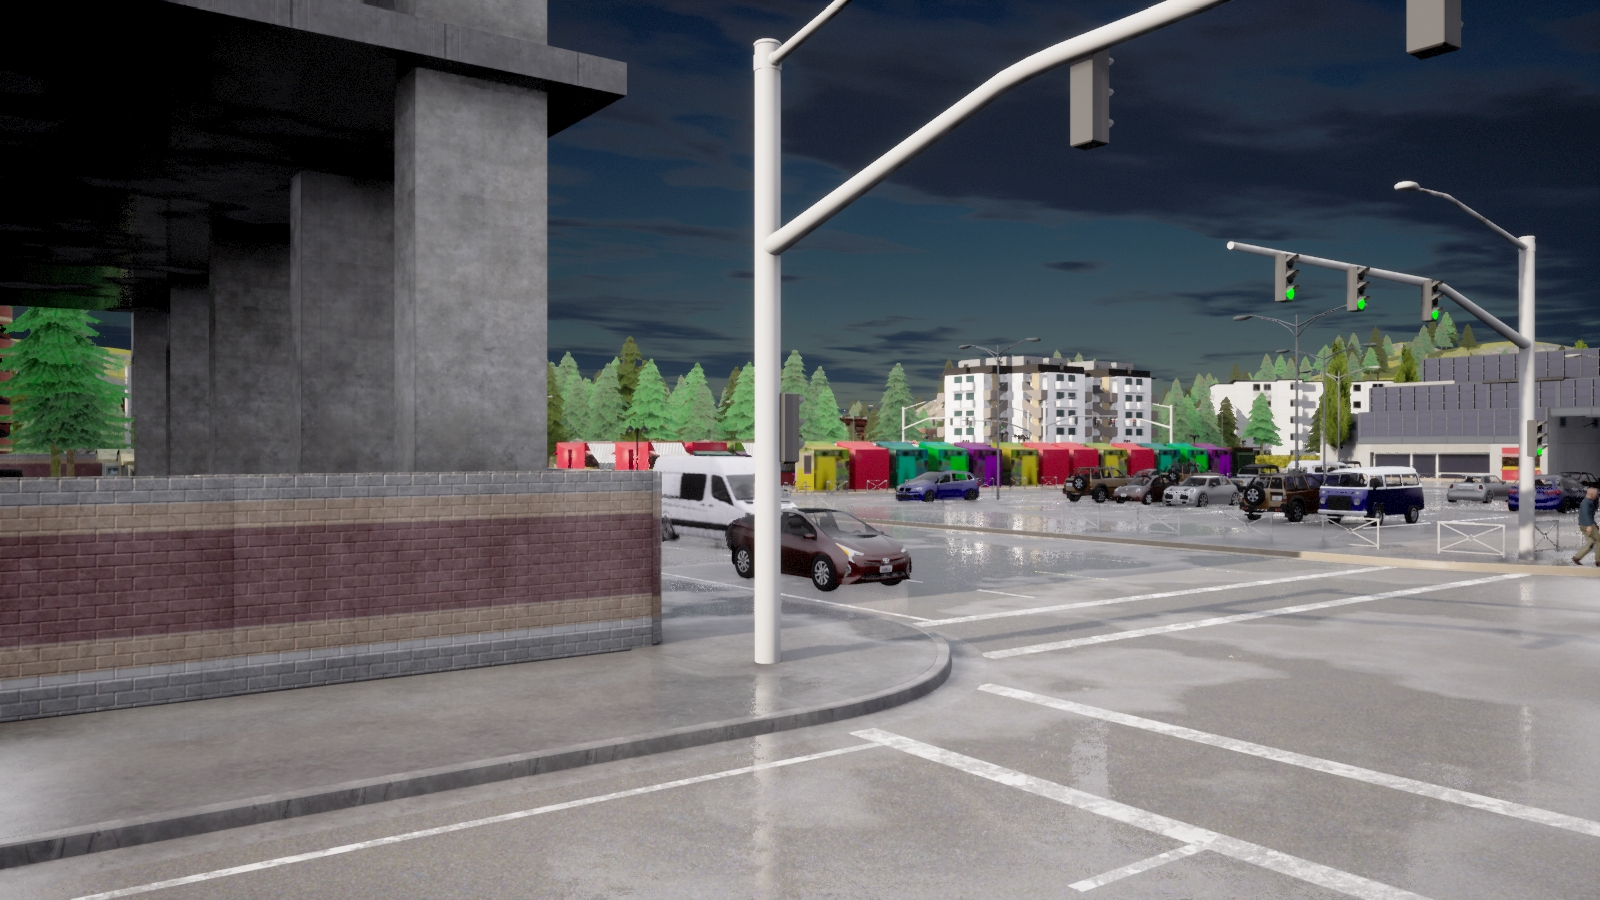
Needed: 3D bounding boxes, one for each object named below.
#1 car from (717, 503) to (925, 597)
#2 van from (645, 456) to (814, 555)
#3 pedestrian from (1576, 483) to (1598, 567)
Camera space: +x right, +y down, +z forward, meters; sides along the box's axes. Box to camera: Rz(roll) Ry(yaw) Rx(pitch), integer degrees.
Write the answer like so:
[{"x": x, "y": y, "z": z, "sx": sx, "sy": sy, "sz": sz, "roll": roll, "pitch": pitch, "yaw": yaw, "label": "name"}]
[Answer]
[{"x": 0.324, "y": 1.984, "z": 23.786, "sx": 2.007, "sy": 1.525, "sz": 4.514, "roll": 0, "pitch": 0, "yaw": -36, "label": "car"}, {"x": -2.173, "y": 1.479, "z": 33.101, "sx": 1.988, "sy": 2.561, "sz": 5.915, "roll": 0, "pitch": 0, "yaw": -36, "label": "van"}, {"x": 17.654, "y": 1.679, "z": 25.632, "sx": 0.375, "sy": 1.860, "sz": 0.375, "roll": 0, "pitch": 0, "yaw": 29, "label": "pedestrian"}]
